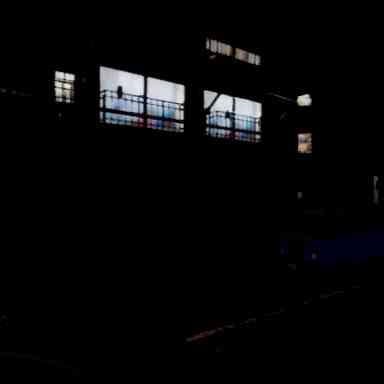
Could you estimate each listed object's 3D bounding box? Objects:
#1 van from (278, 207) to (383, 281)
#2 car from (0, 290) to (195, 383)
[{"bbox_3d":[4.221,1.337,9.565,3.998,1.788,1.690,0,0,-36],"label":"van"},{"bbox_3d":[-2.237,1.492,1.779,4.902,1.511,2.128,0,0,-35],"label":"car"}]
